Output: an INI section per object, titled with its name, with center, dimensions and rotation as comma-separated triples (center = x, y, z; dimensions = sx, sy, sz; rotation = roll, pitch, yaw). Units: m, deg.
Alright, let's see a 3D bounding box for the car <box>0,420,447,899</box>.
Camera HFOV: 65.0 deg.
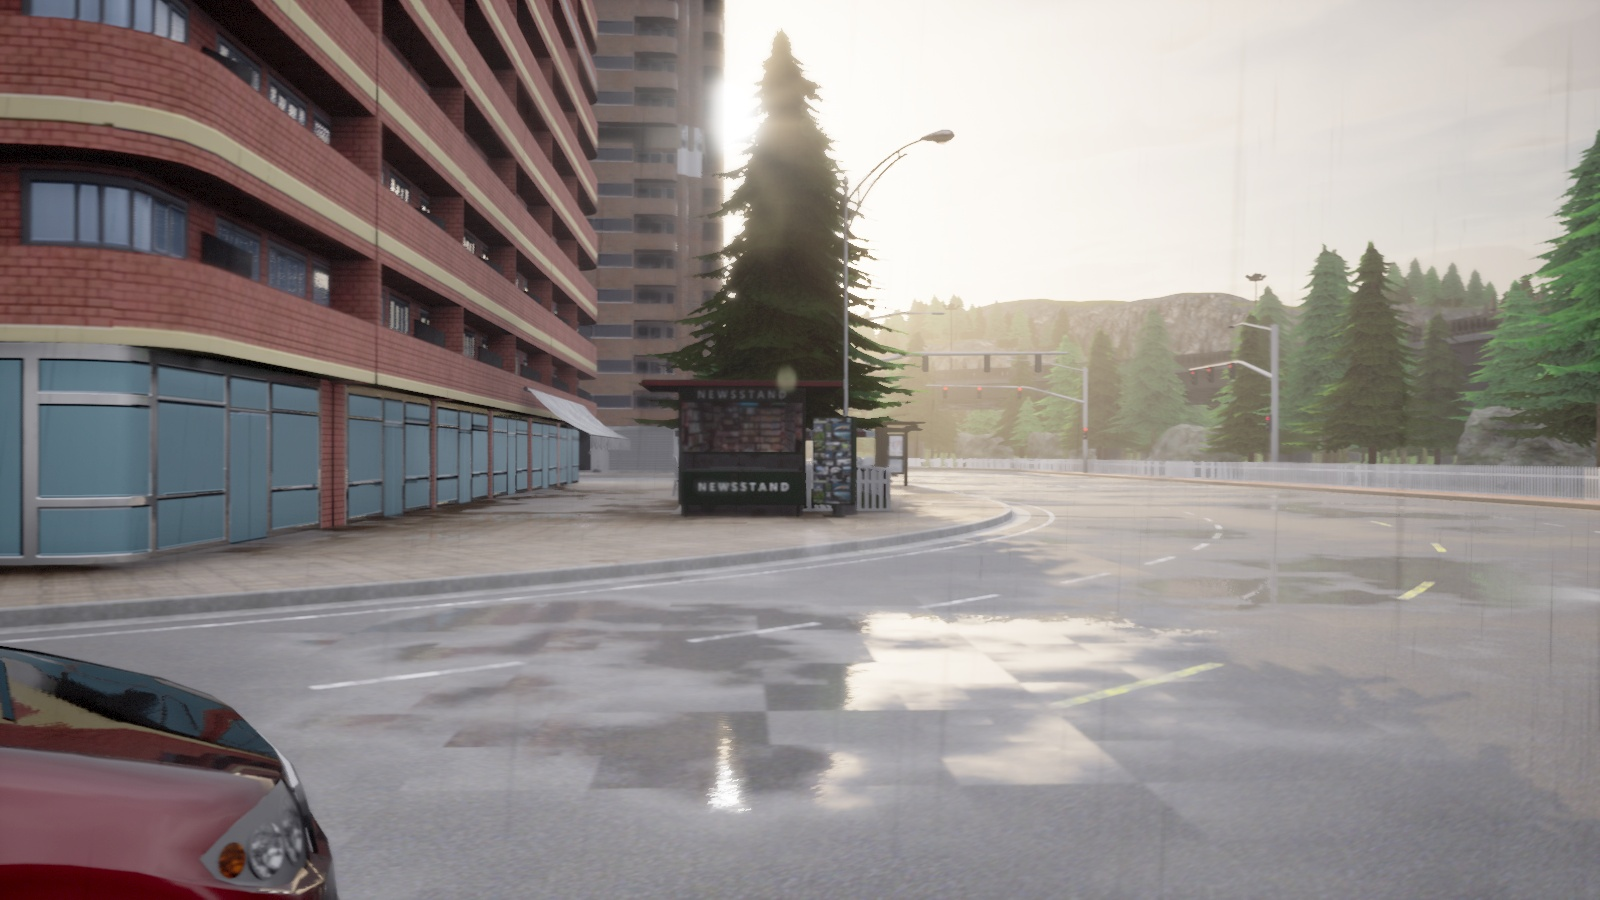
[car]
center = -2.627, 0.737, 1.819
dimensions = 3.705, 1.549, 1.789
rotation = 0, 0, -34
